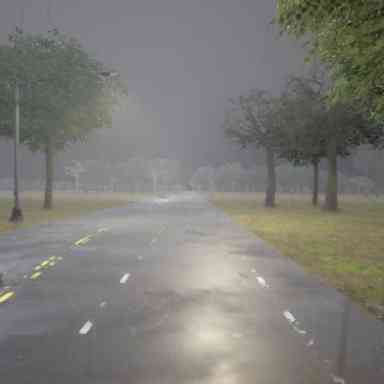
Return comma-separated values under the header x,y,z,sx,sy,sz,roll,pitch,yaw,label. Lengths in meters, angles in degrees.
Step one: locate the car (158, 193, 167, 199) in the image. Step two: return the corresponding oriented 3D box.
x,y,z,sx,sy,sz,roll,pitch,yaw,label
-6.988,0.983,79.051,1.837,1.490,4.892,0,1,0,car
